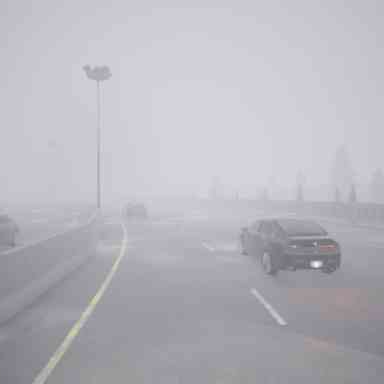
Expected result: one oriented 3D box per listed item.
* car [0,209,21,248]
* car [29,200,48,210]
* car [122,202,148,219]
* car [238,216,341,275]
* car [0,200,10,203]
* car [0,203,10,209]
[{"bbox_3d":[-8.260,1.620,12.909,1.837,1.490,4.892,0,0,-9],"label":"car"},{"bbox_3d":[-24.262,2.017,52.534,1.812,1.442,4.674,0,0,-35],"label":"car"},{"bbox_3d":[-5.423,1.689,31.249,2.128,1.511,4.902,0,0,-19],"label":"car"},{"bbox_3d":[2.808,1.536,10.585,1.837,1.490,4.892,0,0,-6],"label":"car"},{"bbox_3d":[-33.521,2.125,58.612,1.837,1.490,4.892,0,0,-41],"label":"car"},{"bbox_3d":[-13.800,1.721,22.240,1.837,1.490,4.892,0,0,-16],"label":"car"}]
